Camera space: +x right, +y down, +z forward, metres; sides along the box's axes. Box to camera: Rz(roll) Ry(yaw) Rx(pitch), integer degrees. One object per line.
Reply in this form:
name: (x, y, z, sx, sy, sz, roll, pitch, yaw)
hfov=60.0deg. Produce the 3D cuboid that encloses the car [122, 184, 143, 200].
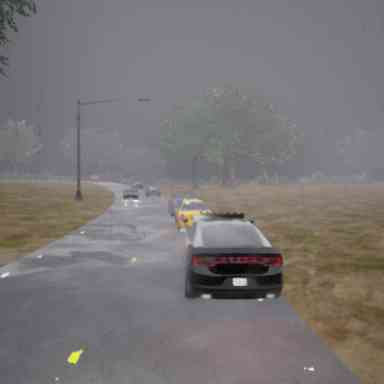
car: (-7.560, 0.126, 41.012, 2.033, 1.411, 5.357, 0, 3, -12)

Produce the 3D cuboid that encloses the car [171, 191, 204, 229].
car: (-0.007, 1.055, 18.515, 1.801, 1.575, 5.366, -2, 3, -5)

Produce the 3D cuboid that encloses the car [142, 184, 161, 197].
car: (-5.411, -0.108, 45.642, 1.812, 1.442, 4.674, 0, 3, -14)

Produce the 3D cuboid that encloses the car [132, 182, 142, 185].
car: (-10.539, -1.206, 63.710, 1.837, 1.490, 4.892, 0, 4, -20)

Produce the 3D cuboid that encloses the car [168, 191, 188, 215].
car: (-0.633, 0.721, 24.332, 2.097, 1.767, 4.553, -1, 2, -7)

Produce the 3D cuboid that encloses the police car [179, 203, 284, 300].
police car: (0.725, 1.306, 8.359, 1.930, 1.638, 5.238, 0, 1, -2)
